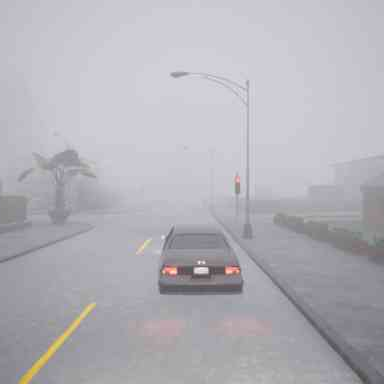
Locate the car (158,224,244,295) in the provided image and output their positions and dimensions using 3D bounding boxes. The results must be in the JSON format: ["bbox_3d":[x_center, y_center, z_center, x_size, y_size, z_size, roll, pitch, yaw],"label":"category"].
[{"bbox_3d":[0.106,1.557,8.879,2.033,1.411,5.357,0,0,-2],"label":"car"}]

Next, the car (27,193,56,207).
[{"bbox_3d":[-19.794,1.034,43.779,1.905,1.878,3.866,0,0,35],"label":"car"}]
